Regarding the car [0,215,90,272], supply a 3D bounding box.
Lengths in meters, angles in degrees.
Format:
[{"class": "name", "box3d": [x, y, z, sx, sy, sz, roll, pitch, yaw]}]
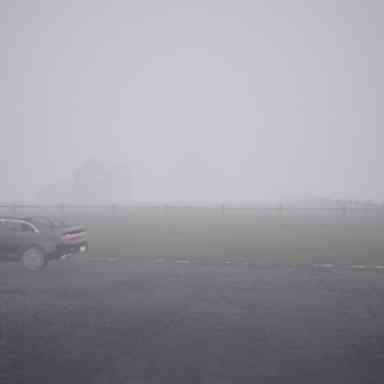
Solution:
[{"class": "car", "box3d": [-5.646, 1.479, 10.277, 4.902, 1.511, 2.128, 0, -1, 8]}]
